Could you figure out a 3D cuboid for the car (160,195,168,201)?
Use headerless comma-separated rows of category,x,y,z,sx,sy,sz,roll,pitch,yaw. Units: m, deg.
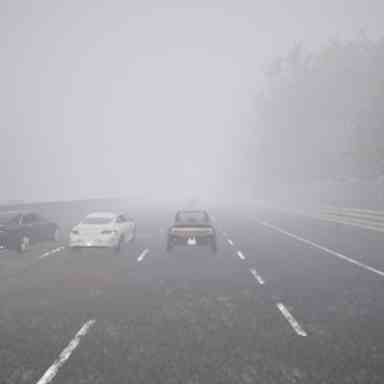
car,-7.029,1.588,83.117,1.812,1.442,4.674,0,0,0

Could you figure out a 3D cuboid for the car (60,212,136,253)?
car,-3.505,1.536,13.635,1.812,1.442,4.674,0,0,0

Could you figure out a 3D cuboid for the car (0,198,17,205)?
car,-21.076,1.534,39.060,1.837,1.490,4.892,0,0,0

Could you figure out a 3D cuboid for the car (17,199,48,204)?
car,-17.582,1.628,38.024,1.895,1.301,4.718,0,0,0

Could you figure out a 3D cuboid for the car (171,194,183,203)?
car,-3.525,1.651,73.237,1.895,1.301,4.718,0,0,0

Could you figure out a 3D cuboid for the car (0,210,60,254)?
car,-7.004,1.516,13.533,1.837,1.490,4.892,0,0,0

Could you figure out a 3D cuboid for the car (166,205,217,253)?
car,-0.006,1.502,13.811,2.128,1.511,4.902,0,0,0

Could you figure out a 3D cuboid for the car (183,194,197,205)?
car,-0.023,1.535,56.915,2.128,1.511,4.902,0,0,0
